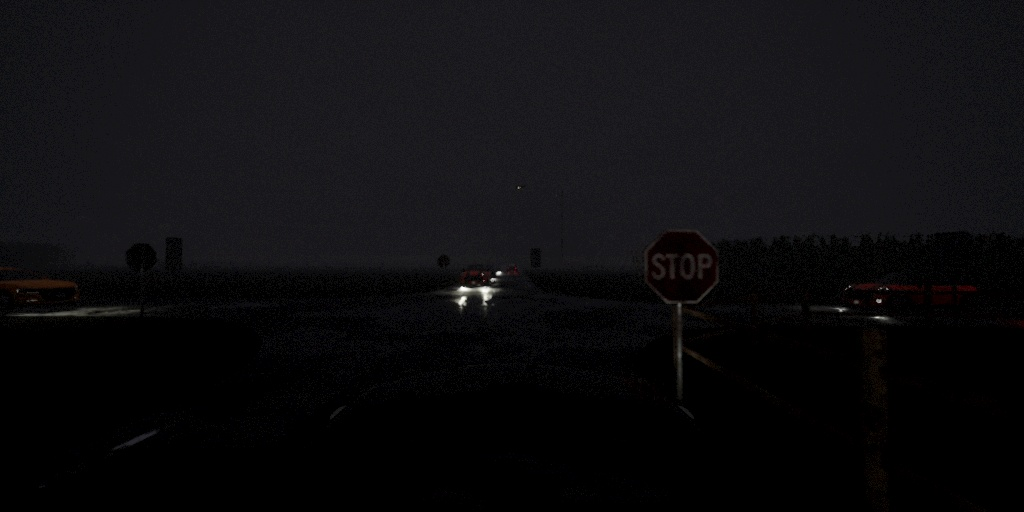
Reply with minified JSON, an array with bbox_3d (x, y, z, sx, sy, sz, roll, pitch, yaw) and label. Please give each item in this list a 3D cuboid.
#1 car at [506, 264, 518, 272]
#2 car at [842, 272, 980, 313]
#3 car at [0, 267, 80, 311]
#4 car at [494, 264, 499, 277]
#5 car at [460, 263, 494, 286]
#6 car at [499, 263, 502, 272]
[{"bbox_3d":[-0.025,2.024,59.754,1.895,1.301,4.718,0,-1,0],"label":"car"},{"bbox_3d":[17.709,1.519,16.106,4.553,1.767,2.097,1,-2,0],"label":"car"},{"bbox_3d":[-19.174,1.153,13.276,5.008,1.535,1.882,1,-2,0],"label":"car"},{"bbox_3d":[-2.864,1.736,42.913,1.837,1.490,4.892,0,1,0],"label":"car"},{"bbox_3d":[-2.861,1.427,28.794,2.097,1.767,4.553,0,-1,0],"label":"car"},{"bbox_3d":[-2.804,1.944,62.414,2.128,1.511,4.902,0,-1,0],"label":"car"}]
